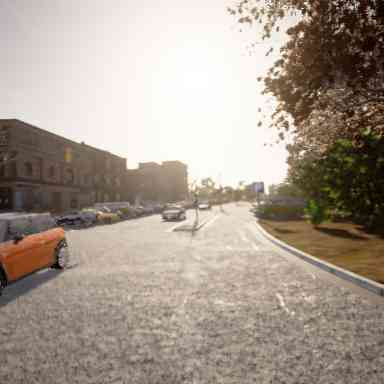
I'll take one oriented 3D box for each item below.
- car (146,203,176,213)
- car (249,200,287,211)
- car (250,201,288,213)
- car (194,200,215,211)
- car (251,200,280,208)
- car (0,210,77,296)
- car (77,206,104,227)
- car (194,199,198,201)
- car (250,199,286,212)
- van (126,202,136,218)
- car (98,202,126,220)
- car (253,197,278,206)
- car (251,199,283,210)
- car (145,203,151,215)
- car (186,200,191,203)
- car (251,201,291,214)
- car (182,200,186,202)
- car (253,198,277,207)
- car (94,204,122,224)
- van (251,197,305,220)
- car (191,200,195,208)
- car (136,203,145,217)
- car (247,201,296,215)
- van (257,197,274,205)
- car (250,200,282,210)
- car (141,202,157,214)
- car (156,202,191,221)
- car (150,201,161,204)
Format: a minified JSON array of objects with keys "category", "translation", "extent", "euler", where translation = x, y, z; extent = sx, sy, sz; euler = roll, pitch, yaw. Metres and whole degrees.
[{"category":"car","translation":[-5.558,2.798,58.970],"extent":[5.008,1.535,2.097],"euler":[-2,-2,-9]},{"category":"car","translation":[11.830,2.083,51.646],"extent":[5.366,1.575,1.946],"euler":[-1,-1,-9]},{"category":"car","translation":[10.622,2.033,45.780],"extent":[4.674,1.452,2.002],"euler":[-1,-1,-10]},{"category":"car","translation":[2.293,2.595,58.576],"extent":[2.033,1.411,5.357],"euler":[-2,-1,11]},{"category":"car","translation":[13.934,2.302,63.250],"extent":[4.792,1.488,2.163],"euler":[-1,-1,-8]},{"category":"car","translation":[-4.894,1.345,8.142],"extent":[2.097,1.767,4.553],"euler":[0,1,5]},{"category":"car","translation":[-10.541,2.317,29.220],"extent":[4.792,1.488,2.163],"euler":[-2,-1,-13]},{"category":"car","translation":[-1.829,3.081,76.703],"extent":[5.008,1.535,2.097],"euler":[-3,-2,-8]},{"category":"car","translation":[11.094,1.916,48.697],"extent":[4.553,1.767,2.185],"euler":[-1,-1,-10]},{"category":"van","translation":[-9.008,2.208,38.157],"extent":[4.442,1.987,1.878],"euler":[-2,-2,-12]},{"category":"car","translation":[-9.585,2.260,35.135],"extent":[4.553,1.767,2.185],"euler":[-2,-2,-12]},{"category":"car","translation":[17.775,2.282,80.630],"extent":[5.566,2.045,2.435],"euler":[-1,-1,-7]},{"category":"car","translation":[12.213,2.010,54.527],"extent":[4.553,1.767,2.185],"euler":[-1,-1,-9]},{"category":"car","translation":[-8.176,2.583,44.090],"extent":[4.674,1.452,2.002],"euler":[-2,-1,-11]},{"category":"car","translation":[-3.109,2.862,70.804],"extent":[4.553,1.767,2.185],"euler":[-2,-1,-8]},{"category":"car","translation":[10.139,1.985,42.859],"extent":[4.674,1.452,2.002],"euler":[-1,-1,-11]},{"category":"car","translation":[-4.370,2.894,64.889],"extent":[5.008,1.535,2.097],"euler":[-2,-1,-9]},{"category":"car","translation":[15.734,2.280,71.934],"extent":[4.553,1.767,2.185],"euler":[-1,-1,-7]},{"category":"car","translation":[-9.786,2.319,32.187],"extent":[5.366,1.575,1.946],"euler":[-2,-2,-13]},{"category":"van","translation":[8.254,1.518,31.126],"extent":[4.442,1.987,1.878],"euler":[-1,-1,-12]},{"category":"car","translation":[-2.468,3.036,73.753],"extent":[4.892,1.521,2.231],"euler":[-2,-1,-8]},{"category":"car","translation":[-8.663,2.493,41.112],"extent":[4.892,1.521,2.231],"euler":[-2,-2,-11]},{"category":"car","translation":[9.493,1.894,39.895],"extent":[5.366,1.575,1.946],"euler":[-1,-1,-11]},{"category":"van","translation":[20.359,2.479,92.191],"extent":[4.442,1.987,1.878],"euler":[-1,-1,-7]},{"category":"car","translation":[12.732,2.182,57.435],"extent":[5.008,1.535,2.097],"euler":[-1,-1,-9]},{"category":"car","translation":[-7.692,2.636,47.075],"extent":[4.674,1.452,2.002],"euler":[-2,-2,-11]},{"category":"car","translation":[-1.817,2.182,34.217],"extent":[2.128,1.511,4.902],"euler":[-2,0,8]},{"category":"car","translation":[-6.653,2.737,53.022],"extent":[4.674,1.452,2.002],"euler":[-2,-1,-10]}]
